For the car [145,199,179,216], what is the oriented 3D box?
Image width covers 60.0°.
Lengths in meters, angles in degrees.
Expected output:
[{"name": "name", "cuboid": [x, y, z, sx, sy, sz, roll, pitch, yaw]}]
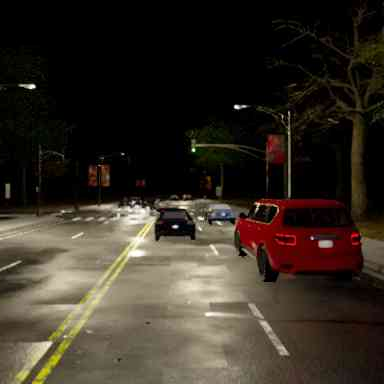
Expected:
[{"name": "car", "cuboid": [-2.463, 1.578, 28.782, 1.895, 1.301, 4.718, 0, 0, -18]}]

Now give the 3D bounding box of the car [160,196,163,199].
[{"name": "car", "cuboid": [-6.261, 1.568, 55.024, 1.895, 1.301, 4.718, 0, 0, -2]}]

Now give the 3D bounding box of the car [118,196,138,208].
[{"name": "car", "cuboid": [-9.082, 1.475, 46.394, 1.837, 1.490, 4.892, 0, 0, -3]}]

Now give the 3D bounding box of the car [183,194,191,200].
[{"name": "car", "cuboid": [-1.280, 1.330, 86.785, 1.882, 1.535, 5.008, 0, 0, -3]}]

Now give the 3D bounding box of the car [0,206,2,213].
[{"name": "car", "cuboid": [-20.588, 1.464, 31.292, 4.892, 1.490, 1.837, 0, 0, -4]}]

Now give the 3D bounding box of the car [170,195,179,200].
[{"name": "car", "cuboid": [-4.019, 1.565, 76.664, 1.895, 1.301, 4.718, 0, 0, -3]}]

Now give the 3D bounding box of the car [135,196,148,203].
[{"name": "car", "cuboid": [-10.049, 1.517, 66.995, 2.033, 1.411, 5.357, 0, 0, -3]}]

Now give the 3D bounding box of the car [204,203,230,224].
[{"name": "car", "cuboid": [1.948, 1.526, 24.358, 2.033, 1.411, 5.357, 0, 0, -2]}]

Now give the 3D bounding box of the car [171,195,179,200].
[{"name": "car", "cuboid": [-4.526, 1.406, 86.620, 1.994, 1.385, 4.181, 0, 0, -3]}]

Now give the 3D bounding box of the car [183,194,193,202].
[{"name": "car", "cuboid": [-0.771, 1.521, 76.799, 1.994, 1.385, 4.181, 0, 0, -3]}]

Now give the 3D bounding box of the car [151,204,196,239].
[{"name": "car", "cuboid": [-0.885, 1.549, 17.194, 1.994, 1.385, 4.181, 0, 0, -3]}]

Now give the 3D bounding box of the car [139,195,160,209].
[{"name": "car", "cuboid": [-5.796, 1.474, 45.777, 1.837, 1.490, 4.892, 0, 0, -3]}]

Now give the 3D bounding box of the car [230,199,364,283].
[{"name": "car", "cuboid": [2.739, 1.211, 9.834, 2.150, 2.045, 5.566, 0, 0, -3]}]
